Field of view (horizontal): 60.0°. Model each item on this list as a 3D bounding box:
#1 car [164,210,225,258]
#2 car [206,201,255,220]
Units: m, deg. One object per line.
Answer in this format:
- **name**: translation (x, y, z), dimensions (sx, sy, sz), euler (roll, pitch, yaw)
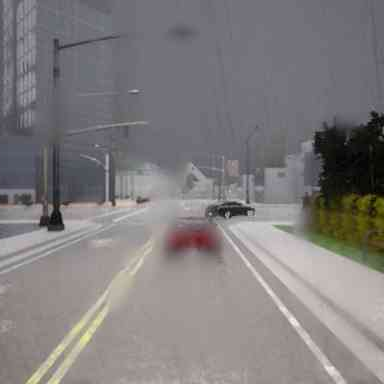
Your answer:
- **car**: translation (0.057, 1.593, 12.625), dimensions (1.895, 1.301, 4.718), euler (0, 0, 0)
- **car**: translation (3.296, 1.493, 28.074), dimensions (4.892, 1.490, 1.837), euler (-1, -3, -42)
